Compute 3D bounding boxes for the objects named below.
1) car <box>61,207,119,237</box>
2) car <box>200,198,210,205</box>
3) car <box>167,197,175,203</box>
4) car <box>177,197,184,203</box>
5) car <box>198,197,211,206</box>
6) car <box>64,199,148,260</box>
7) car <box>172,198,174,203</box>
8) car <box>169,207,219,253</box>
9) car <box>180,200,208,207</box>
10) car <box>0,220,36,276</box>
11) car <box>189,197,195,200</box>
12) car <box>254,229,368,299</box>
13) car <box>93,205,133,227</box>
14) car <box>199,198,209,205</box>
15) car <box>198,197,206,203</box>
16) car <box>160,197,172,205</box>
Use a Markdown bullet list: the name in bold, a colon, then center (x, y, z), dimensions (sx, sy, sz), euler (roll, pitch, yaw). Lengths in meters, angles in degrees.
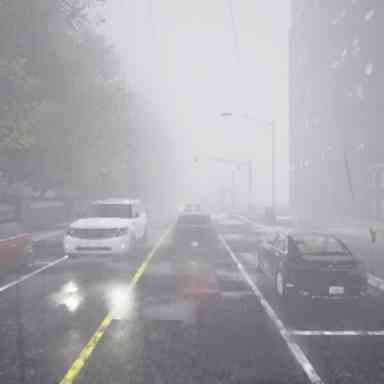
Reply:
- **car**: center (-5.766, 1.676, 19.454), dimensions (2.008, 1.369, 4.403), euler (0, 0, 0)
- **car**: center (2.691, 2.033, 68.544), dimensions (1.947, 1.339, 4.313), euler (0, 0, 0)
- **car**: center (-5.689, 2.163, 90.904), dimensions (1.752, 1.417, 4.829), euler (0, 0, 0)
- **car**: center (-3.002, 2.081, 86.486), dimensions (1.882, 1.535, 5.008), euler (0, 0, 0)
- **car**: center (2.691, 1.992, 62.912), dimensions (1.947, 1.339, 4.313), euler (0, 0, 0)
- **car**: center (-3.099, 1.306, 13.196), dimensions (2.150, 2.045, 5.566), euler (0, 0, 0)
- **car**: center (-5.689, 1.992, 79.810), dimensions (1.967, 1.590, 4.097), euler (0, 0, 0)
- **car**: center (0.101, 1.596, 14.149), dimensions (1.837, 1.490, 4.892), euler (0, 0, 0)
- **car**: center (0.100, 1.750, 31.193), dimensions (2.033, 1.411, 5.357), euler (0, 0, 0)
- **car**: center (-5.688, 1.494, 8.380), dimensions (1.967, 1.590, 4.097), euler (0, 0, 0)
- **car**: center (-0.001, 2.151, 88.947), dimensions (2.033, 1.411, 5.357), euler (0, 0, 0)
- **car**: center (2.692, 1.605, 8.381), dimensions (2.008, 1.369, 4.403), euler (0, 0, 0)
- **car**: center (-5.818, 1.706, 24.994), dimensions (1.887, 1.381, 4.507), euler (0, 0, 0)
- **car**: center (2.691, 2.075, 74.177), dimensions (1.947, 1.339, 4.313), euler (0, 0, 0)
- **car**: center (2.691, 2.184, 91.074), dimensions (1.887, 1.381, 4.507), euler (0, 0, 0)
- **car**: center (-5.689, 2.049, 68.544), dimensions (1.802, 1.307, 4.206), euler (0, 0, 0)
